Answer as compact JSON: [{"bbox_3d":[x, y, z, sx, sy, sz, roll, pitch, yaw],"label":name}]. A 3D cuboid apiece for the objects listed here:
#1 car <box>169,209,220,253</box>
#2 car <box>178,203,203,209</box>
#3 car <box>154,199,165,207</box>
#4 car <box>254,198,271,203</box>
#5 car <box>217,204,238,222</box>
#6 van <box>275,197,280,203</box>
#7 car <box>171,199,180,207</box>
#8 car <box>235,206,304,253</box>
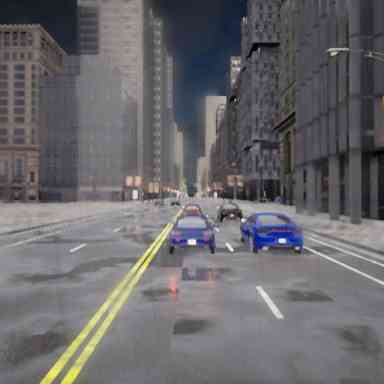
[{"bbox_3d":[0.010,1.662,14.348,1.812,1.442,4.674,0,0,0],"label":"car"},{"bbox_3d":[0.015,1.803,29.351,1.812,1.442,4.674,0,0,0],"label":"car"},{"bbox_3d":[-6.485,2.169,66.464,2.033,1.411,5.357,0,-1,0],"label":"car"},{"bbox_3d":[19.163,2.362,90.308,4.403,1.369,2.008,0,0,0],"label":"car"},{"bbox_3d":[3.266,1.756,29.434,1.882,1.535,5.008,0,0,0],"label":"car"},{"bbox_3d":[24.781,2.141,90.283,3.998,1.788,1.690,0,0,0],"label":"van"},{"bbox_3d":[-3.235,2.169,66.462,2.033,1.411,5.357,0,-1,0],"label":"car"},{"bbox_3d":[3.260,1.615,14.437,1.882,1.535,5.008,0,0,0],"label":"car"}]
